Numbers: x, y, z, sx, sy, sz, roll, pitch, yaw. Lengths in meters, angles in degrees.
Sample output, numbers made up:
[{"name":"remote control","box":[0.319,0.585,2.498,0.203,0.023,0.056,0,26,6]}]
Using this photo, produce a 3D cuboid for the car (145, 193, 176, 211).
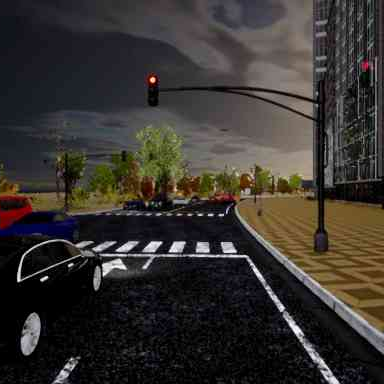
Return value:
[{"name":"car","box":[-3.835,1.217,41.530,2.150,2.045,5.566,0,1,7]}]

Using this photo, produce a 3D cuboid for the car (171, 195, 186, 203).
[{"name":"car","box":[-2.689,1.505,68.951,2.128,1.511,4.902,0,0,11]}]

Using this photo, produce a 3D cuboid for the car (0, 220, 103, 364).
[{"name":"car","box":[-3.014,1.504,5.845,1.837,1.490,4.892,0,0,1]}]

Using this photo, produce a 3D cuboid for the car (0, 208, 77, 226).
[{"name":"car","box":[-6.187,1.524,13.754,1.812,1.442,4.674,0,0,3]}]

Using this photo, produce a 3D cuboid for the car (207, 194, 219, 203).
[{"name":"car","box":[4.491,1.573,71.177,1.994,1.385,4.181,0,0,12]}]

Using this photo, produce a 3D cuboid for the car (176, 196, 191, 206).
[{"name":"car","box":[-1.942,1.605,54.937,1.895,1.301,4.718,0,0,9]}]

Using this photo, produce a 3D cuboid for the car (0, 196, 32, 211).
[{"name":"car","box":[-9.382,1.219,15.151,2.150,2.045,5.566,0,0,3]}]

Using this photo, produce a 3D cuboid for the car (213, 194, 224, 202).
[{"name":"car","box":[6.454,1.373,80.486,2.097,1.767,4.553,0,0,14]}]

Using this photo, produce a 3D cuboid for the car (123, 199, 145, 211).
[{"name":"car","box":[-7.103,1.563,41.503,1.994,1.385,4.181,0,0,7]}]

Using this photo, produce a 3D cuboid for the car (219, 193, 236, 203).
[{"name":"car","box":[7.608,1.239,70.055,2.150,2.045,5.566,0,0,12]}]

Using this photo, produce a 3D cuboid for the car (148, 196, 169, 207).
[{"name":"car","box":[-5.352,1.491,54.152,2.128,1.511,4.902,0,0,9]}]

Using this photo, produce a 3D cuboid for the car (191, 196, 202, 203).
[{"name":"car","box":[0.855,1.534,70.115,1.812,1.442,4.674,0,0,11]}]

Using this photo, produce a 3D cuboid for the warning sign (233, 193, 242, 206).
[{"name":"warning sign","box":[6.538,1.122,48.170,1.300,1.860,1.060,0,0,8]}]

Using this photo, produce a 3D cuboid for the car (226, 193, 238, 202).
[{"name":"car","box":[9.760,1.246,80.347,2.150,2.045,5.566,0,0,14]}]
